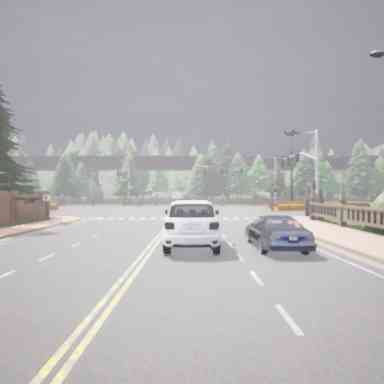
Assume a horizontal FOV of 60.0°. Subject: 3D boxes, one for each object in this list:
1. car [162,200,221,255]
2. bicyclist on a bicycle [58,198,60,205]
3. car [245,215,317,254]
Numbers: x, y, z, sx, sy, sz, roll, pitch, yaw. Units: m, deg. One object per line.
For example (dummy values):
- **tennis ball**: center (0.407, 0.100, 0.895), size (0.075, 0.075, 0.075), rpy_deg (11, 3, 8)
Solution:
- **car**: center (-0.006, 1.349, 14.024), size (2.150, 2.045, 5.566), rpy_deg (0, 0, 0)
- **bicyclist on a bicycle**: center (-27.104, 1.934, 67.850), size (0.582, 1.620, 1.656), rpy_deg (0, 0, 0)
- **car**: center (3.494, 1.679, 13.988), size (2.033, 1.411, 5.357), rpy_deg (0, -1, 0)
